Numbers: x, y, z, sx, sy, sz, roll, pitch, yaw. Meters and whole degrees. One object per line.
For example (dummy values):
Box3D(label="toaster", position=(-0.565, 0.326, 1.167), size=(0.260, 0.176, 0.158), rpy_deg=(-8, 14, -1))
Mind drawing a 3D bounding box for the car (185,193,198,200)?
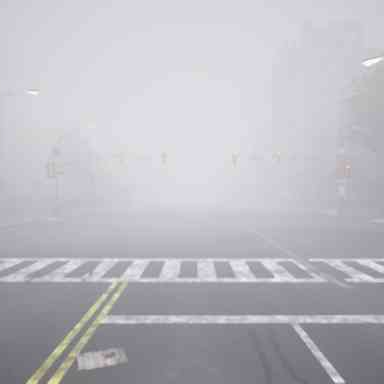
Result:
Box3D(label="car", position=(-0.095, 1.438, 85.483), size=(2.033, 1.411, 5.357), rpy_deg=(0, 0, 0))
